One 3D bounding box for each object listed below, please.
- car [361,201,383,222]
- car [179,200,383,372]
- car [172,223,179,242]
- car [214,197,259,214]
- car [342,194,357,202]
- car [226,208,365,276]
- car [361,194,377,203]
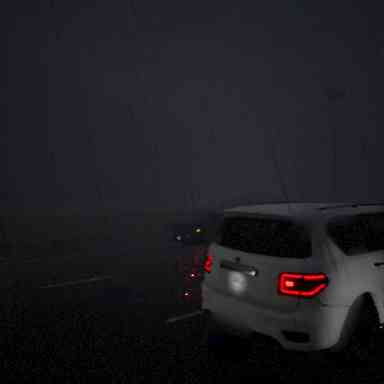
[{"bbox_3d":[14.730,1.430,25.310,4.181,1.385,1.994,0,0,-43],"label":"car"},{"bbox_3d":[2.701,1.195,5.902,5.566,2.045,2.150,0,0,-38],"label":"car"},{"bbox_3d":[1.332,1.488,13.698,4.674,1.442,1.812,0,0,-38],"label":"car"},{"bbox_3d":[4.798,1.386,35.440,4.902,1.511,2.128,0,0,-43],"label":"car"},{"bbox_3d":[31.147,1.165,65.866,1.882,1.535,5.008,0,0,34],"label":"car"},{"bbox_3d":[3.602,1.435,11.029,5.008,1.535,1.882,0,0,-38],"label":"car"},{"bbox_3d":[34.218,1.200,64.153,2.128,1.511,4.902,0,0,34],"label":"car"}]
